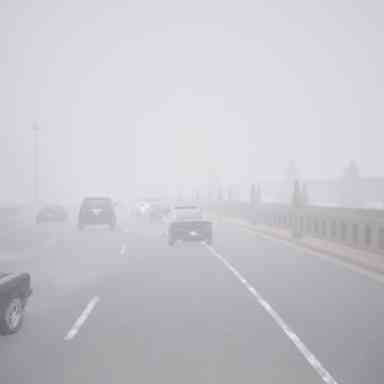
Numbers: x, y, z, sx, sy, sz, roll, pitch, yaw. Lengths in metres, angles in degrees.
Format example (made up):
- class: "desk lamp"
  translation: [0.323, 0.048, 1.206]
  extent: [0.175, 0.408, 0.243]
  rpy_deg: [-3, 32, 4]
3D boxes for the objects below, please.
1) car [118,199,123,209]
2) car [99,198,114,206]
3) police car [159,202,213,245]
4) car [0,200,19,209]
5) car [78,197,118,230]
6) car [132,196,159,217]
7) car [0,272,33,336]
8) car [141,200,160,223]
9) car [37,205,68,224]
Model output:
- class: "car"
  translation: [-11.285, 1.773, 49.108]
  extent: [1.812, 1.442, 4.674]
  rpy_deg: [0, 0, -20]
- class: "car"
  translation: [-15.947, 1.872, 61.852]
  extent: [2.033, 1.411, 5.357]
  rpy_deg: [0, 0, -20]
- class: "police car"
  translation: [-0.346, 1.496, 16.105]
  extent: [1.930, 1.638, 5.238]
  rpy_deg: [0, 0, -9]
- class: "car"
  translation: [-25.396, 1.852, 46.271]
  extent: [1.994, 1.385, 4.181]
  rpy_deg: [0, 0, -20]
- class: "car"
  translation: [-6.236, 1.331, 22.161]
  extent: [2.150, 2.045, 5.566]
  rpy_deg: [0, 0, -13]
- class: "car"
  translation: [-4.602, 1.375, 33.094]
  extent: [2.150, 2.045, 5.566]
  rpy_deg: [0, 0, -19]
- class: "car"
  translation: [-3.642, 1.621, 3.748]
  extent: [1.895, 1.301, 4.718]
  rpy_deg: [0, 0, -3]
- class: "car"
  translation: [-2.665, 1.625, 26.748]
  extent: [1.837, 1.490, 4.892]
  rpy_deg: [0, 0, -15]
- class: "car"
  translation: [-11.065, 1.708, 26.567]
  extent: [1.994, 1.385, 4.181]
  rpy_deg: [0, 0, -16]
